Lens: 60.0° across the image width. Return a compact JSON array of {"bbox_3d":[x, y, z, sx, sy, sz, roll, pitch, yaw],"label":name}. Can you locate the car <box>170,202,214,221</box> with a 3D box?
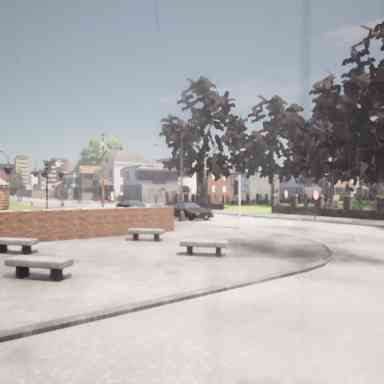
[{"bbox_3d":[-0.451,1.539,27.588,2.033,1.411,5.357,0,0,-35],"label":"car"}]

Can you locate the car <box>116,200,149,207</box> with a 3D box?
[{"bbox_3d":[-6.526,1.539,36.166,2.033,1.411,5.357,0,0,-35],"label":"car"}]
